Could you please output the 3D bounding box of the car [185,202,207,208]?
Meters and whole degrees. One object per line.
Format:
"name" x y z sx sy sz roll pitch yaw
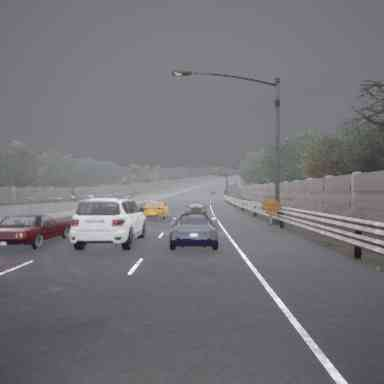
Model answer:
"car" 0.374 1.593 29.232 1.812 1.442 4.674 0 0 1

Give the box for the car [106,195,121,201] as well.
"car" -18.420 1.378 78.089 2.033 1.411 5.357 0 0 4

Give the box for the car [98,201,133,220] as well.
"car" -6.624 1.570 29.408 1.837 1.490 4.892 0 0 1

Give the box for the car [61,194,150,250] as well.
"car" -3.407 1.265 14.447 2.150 2.045 5.566 0 0 1

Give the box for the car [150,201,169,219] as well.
"car" -3.125 1.542 29.321 1.882 1.535 5.008 0 0 1

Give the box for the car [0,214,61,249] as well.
"car" -6.906 1.622 14.493 1.895 1.301 4.718 0 0 1

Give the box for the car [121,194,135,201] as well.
"car" -14.928 1.326 77.850 1.882 1.535 5.008 0 0 4

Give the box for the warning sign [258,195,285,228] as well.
"warning sign" 4.767 1.144 19.960 1.300 1.860 1.060 2 2 1

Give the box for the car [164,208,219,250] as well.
"car" 0.093 1.581 14.376 1.994 1.385 4.181 0 0 1

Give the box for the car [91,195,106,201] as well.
"car" -21.913 1.424 78.298 1.895 1.301 4.718 0 0 4
